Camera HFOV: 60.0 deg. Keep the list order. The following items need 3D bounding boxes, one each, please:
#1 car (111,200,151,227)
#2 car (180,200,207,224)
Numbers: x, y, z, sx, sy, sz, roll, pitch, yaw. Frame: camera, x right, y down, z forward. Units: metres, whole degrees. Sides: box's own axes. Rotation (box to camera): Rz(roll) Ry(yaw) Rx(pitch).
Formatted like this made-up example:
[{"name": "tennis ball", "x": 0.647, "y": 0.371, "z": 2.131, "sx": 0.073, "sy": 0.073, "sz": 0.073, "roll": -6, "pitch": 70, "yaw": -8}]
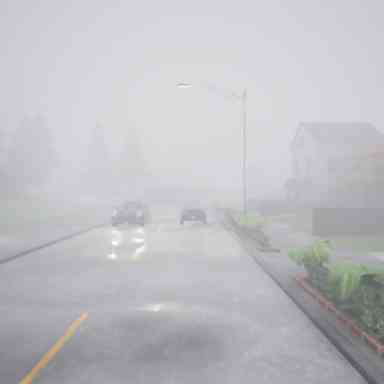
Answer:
[{"name": "car", "x": -4.078, "y": 1.360, "z": 22.854, "sx": 2.097, "sy": 1.767, "sz": 4.553, "roll": 0, "pitch": 0, "yaw": 0}, {"name": "car", "x": 0.109, "y": 1.534, "z": 24.514, "sx": 1.812, "sy": 1.442, "sz": 4.674, "roll": 0, "pitch": 0, "yaw": 0}]
